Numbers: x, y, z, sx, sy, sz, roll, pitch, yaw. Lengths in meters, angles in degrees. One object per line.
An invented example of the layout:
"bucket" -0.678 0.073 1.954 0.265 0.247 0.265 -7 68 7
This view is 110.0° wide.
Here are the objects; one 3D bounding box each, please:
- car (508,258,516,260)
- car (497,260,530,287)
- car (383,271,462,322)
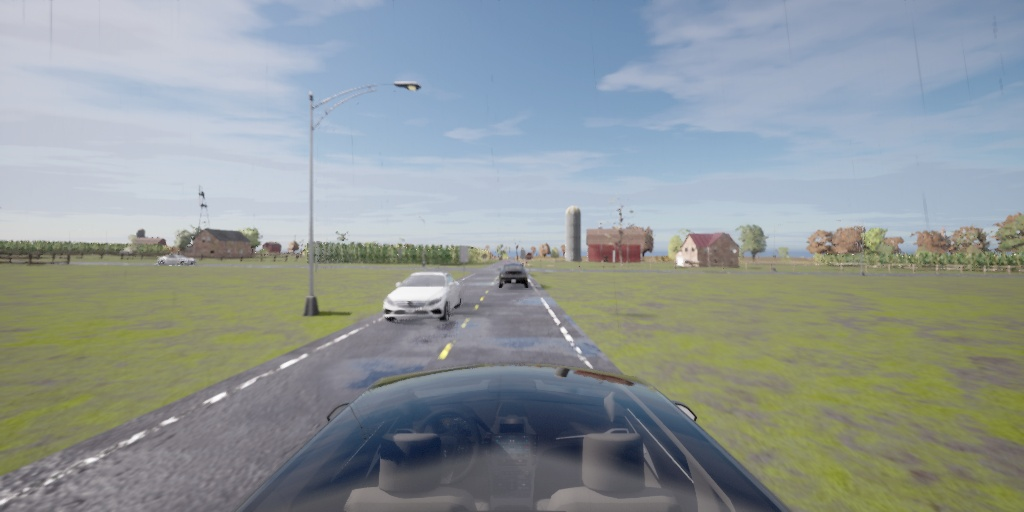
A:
"car" 0.076 1.179 37.095 1.882 1.535 5.008 0 0 -1
"car" 0.100 1.221 23.736 1.837 1.490 4.892 0 0 0
"car" -2.852 1.258 12.361 1.812 1.442 4.674 0 0 0
